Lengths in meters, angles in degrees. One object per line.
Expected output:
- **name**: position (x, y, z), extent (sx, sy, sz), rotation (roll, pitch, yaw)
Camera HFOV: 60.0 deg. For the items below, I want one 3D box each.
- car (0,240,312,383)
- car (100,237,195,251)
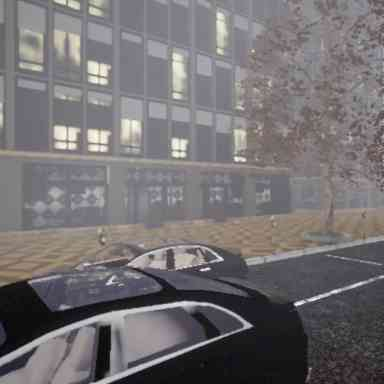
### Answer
- **car**: position (-1.116, 1.489, 2.581), extent (4.902, 1.511, 2.128), rotation (0, 0, -35)
- **car**: position (-0.898, 1.536, 5.915), extent (4.403, 1.369, 2.008), rotation (0, 0, -36)
